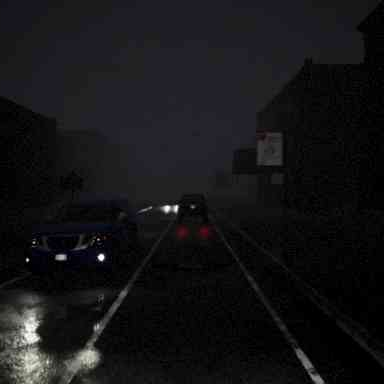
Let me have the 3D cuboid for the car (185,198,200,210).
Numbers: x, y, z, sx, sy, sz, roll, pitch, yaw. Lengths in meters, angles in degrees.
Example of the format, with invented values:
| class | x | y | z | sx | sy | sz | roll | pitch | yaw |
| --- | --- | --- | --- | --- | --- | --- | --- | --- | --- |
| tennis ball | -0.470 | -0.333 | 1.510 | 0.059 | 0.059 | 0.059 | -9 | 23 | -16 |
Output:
| class | x | y | z | sx | sy | sz | roll | pitch | yaw |
| --- | --- | --- | --- | --- | --- | --- | --- | --- | --- |
| car | 0.076 | 1.500 | 43.161 | 1.895 | 1.301 | 4.718 | 0 | 0 | 0 |

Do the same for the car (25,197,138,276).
| class | x | y | z | sx | sy | sz | roll | pitch | yaw |
| --- | --- | --- | --- | --- | --- | --- | --- | --- | --- |
| car | -3.145 | 1.205 | 10.731 | 2.150 | 2.045 | 5.566 | -2 | 0 | 0 |

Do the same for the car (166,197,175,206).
| class | x | y | z | sx | sy | sz | roll | pitch | yaw |
| --- | --- | --- | --- | --- | --- | --- | --- | --- | --- |
| car | -3.089 | 1.452 | 52.502 | 1.895 | 1.301 | 4.718 | 0 | 0 | 0 |

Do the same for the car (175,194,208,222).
| class | x | y | z | sx | sy | sz | roll | pitch | yaw |
| --- | --- | --- | --- | --- | --- | --- | --- | --- | --- |
| car | 0.088 | 1.175 | 25.689 | 2.150 | 2.045 | 5.566 | 0 | -1 | 1 |
